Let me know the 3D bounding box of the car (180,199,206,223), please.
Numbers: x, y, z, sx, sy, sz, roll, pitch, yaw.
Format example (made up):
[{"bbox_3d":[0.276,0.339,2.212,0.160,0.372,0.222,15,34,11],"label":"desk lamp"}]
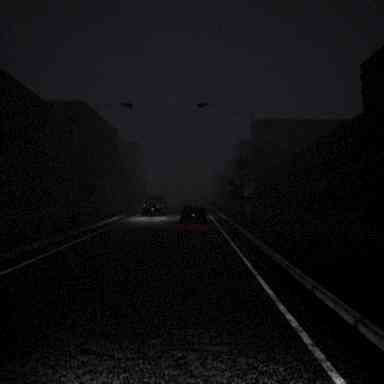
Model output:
[{"bbox_3d":[0.102,1.476,25.871,1.882,1.535,5.008,0,0,0],"label":"car"}]

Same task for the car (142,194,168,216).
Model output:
[{"bbox_3d":[-3.583,1.218,33.255,2.150,2.045,5.566,0,0,0],"label":"car"}]

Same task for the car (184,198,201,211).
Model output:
[{"bbox_3d":[0.038,1.541,42.825,2.033,1.411,5.357,0,0,-1],"label":"car"}]
